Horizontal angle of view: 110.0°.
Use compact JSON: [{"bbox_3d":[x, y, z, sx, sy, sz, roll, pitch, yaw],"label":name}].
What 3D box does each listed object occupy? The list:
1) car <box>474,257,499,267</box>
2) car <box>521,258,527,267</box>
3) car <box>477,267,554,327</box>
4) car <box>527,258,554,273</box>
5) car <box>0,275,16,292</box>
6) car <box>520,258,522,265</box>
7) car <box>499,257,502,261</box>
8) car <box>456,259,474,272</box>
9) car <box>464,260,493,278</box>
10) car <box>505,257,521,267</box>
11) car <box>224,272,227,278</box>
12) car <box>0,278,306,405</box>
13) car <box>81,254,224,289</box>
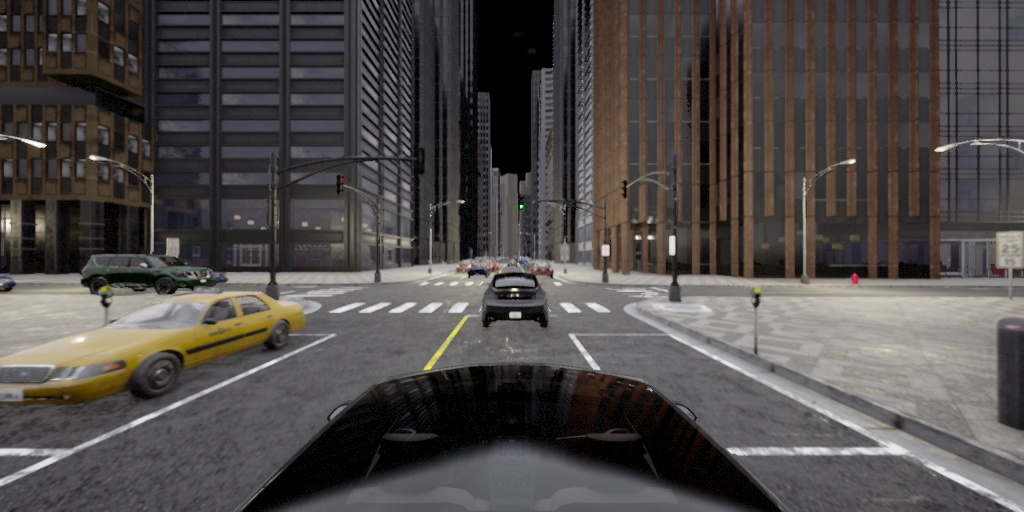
[{"bbox_3d":[-3.095,1.108,43.709,2.097,1.767,4.553,0,0,0],"label":"car"},{"bbox_3d":[2.753,1.308,50.314,2.007,1.370,4.403,0,0,0],"label":"car"},{"bbox_3d":[0.089,1.254,11.541,1.837,1.490,4.892,0,0,0],"label":"car"},{"bbox_3d":[2.756,1.193,33.487,1.967,1.591,4.097,0,0,0],"label":"car"},{"bbox_3d":[-28.520,1.188,18.295,4.674,1.442,1.812,0,0,0],"label":"car"},{"bbox_3d":[2.752,1.326,55.923,1.948,1.339,4.313,0,0,0],"label":"car"},{"bbox_3d":[-3.081,1.111,53.659,2.097,1.767,4.553,0,0,0],"label":"car"},{"bbox_3d":[-5.771,1.196,44.685,1.967,1.591,4.097,0,0,0],"label":"car"},{"bbox_3d":[-3.096,1.354,34.015,1.895,1.301,4.718,0,0,0],"label":"car"},{"bbox_3d":[0.094,1.312,64.492,2.033,1.411,5.357,0,0,0],"label":"car"},{"bbox_3d":[-20.300,1.243,21.591,5.357,1.411,2.033,0,0,-1],"label":"car"},{"bbox_3d":[-5.763,1.275,6.522,1.751,1.417,4.829,0,0,0],"label":"car"},{"bbox_3d":[-18.527,0.914,18.384,5.566,2.045,2.150,0,0,1],"label":"car"}]
